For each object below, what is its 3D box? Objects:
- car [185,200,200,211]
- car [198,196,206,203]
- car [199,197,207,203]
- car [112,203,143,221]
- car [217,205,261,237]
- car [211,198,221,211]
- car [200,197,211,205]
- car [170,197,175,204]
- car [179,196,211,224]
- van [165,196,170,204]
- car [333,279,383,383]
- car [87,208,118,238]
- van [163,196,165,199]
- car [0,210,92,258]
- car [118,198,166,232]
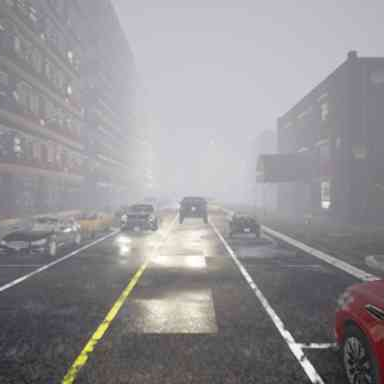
[{"bbox_3d":[0.126,1.849,46.279,1.994,1.385,4.181,0,0,0],"label":"car"},{"bbox_3d":[2.744,1.928,90.570,2.192,1.841,5.009,0,0,0],"label":"car"},{"bbox_3d":[2.741,2.010,85.029,1.967,1.590,4.097,0,0,0],"label":"car"},{"bbox_3d":[-5.671,1.722,29.641,1.887,1.381,4.507,0,0,0],"label":"car"},{"bbox_3d":[2.703,1.659,18.558,2.008,1.369,4.403,0,0,0],"label":"car"},{"bbox_3d":[2.716,1.775,40.885,1.752,1.417,4.829,0,0,0],"label":"car"},{"bbox_3d":[2.731,1.883,68.411,1.967,1.590,4.097,0,0,0],"label":"car"},{"bbox_3d":[-5.646,1.800,73.956,2.192,1.841,5.009,0,0,0],"label":"car"},{"bbox_3d":[0.112,1.374,26.699,2.150,2.045,5.566,0,-1,0],"label":"car"},{"bbox_3d":[-5.652,1.743,62.877,1.690,1.788,3.998,0,0,0],"label":"van"},{"bbox_3d":[2.695,1.327,1.942,2.192,1.841,5.009,0,0,0],"label":"car"},{"bbox_3d":[-5.677,1.633,18.392,1.752,1.417,4.829,0,0,0],"label":"car"},{"bbox_3d":[-5.658,1.664,51.800,1.690,1.788,3.998,0,0,0],"label":"van"},{"bbox_3d":[-5.681,1.626,13.023,2.008,1.369,4.403,0,0,0],"label":"car"},{"bbox_3d":[-3.063,1.474,20.804,2.097,1.767,4.553,0,0,0],"label":"car"}]
